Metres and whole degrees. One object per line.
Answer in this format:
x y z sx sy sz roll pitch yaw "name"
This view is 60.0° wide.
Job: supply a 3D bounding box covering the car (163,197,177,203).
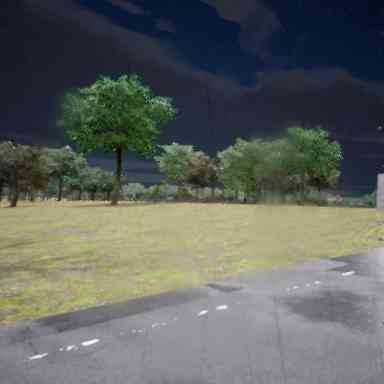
-5.219 1.812 79.111 1.994 1.385 4.181 3 -2 -28 "car"
